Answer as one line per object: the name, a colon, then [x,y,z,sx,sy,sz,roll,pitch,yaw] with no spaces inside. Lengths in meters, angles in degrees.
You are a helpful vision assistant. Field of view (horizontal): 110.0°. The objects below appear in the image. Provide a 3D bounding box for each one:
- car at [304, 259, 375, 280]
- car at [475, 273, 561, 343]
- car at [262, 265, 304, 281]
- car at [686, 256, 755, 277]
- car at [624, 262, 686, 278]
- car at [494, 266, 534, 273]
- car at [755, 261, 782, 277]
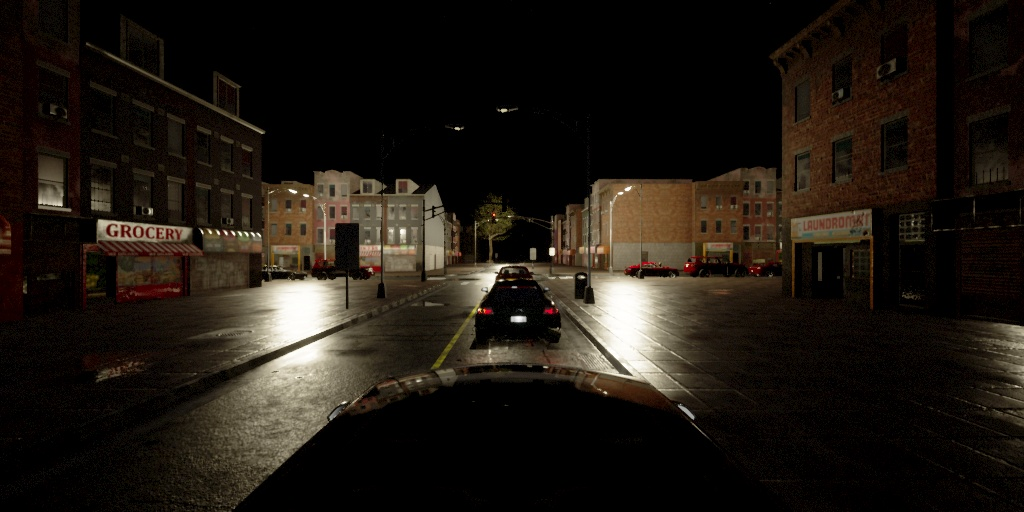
car: [-14.451,1.180,30.685,5.009,1.841,2.192,0,0,0]
car: [0.110,1.316,9.648,1.994,1.385,4.181,0,0,-1]
car: [-19.877,1.473,30.677,4.313,1.339,1.948,0,0,0]
car: [17.391,0.948,30.731,5.009,1.841,2.192,0,0,0]
car: [11.957,1.217,30.723,4.507,1.381,1.888,0,0,0]
car: [0.106,1.236,18.612,1.882,1.535,5.008,0,0,0]
car: [22.825,1.141,30.739,4.507,1.381,1.888,0,0,0]
